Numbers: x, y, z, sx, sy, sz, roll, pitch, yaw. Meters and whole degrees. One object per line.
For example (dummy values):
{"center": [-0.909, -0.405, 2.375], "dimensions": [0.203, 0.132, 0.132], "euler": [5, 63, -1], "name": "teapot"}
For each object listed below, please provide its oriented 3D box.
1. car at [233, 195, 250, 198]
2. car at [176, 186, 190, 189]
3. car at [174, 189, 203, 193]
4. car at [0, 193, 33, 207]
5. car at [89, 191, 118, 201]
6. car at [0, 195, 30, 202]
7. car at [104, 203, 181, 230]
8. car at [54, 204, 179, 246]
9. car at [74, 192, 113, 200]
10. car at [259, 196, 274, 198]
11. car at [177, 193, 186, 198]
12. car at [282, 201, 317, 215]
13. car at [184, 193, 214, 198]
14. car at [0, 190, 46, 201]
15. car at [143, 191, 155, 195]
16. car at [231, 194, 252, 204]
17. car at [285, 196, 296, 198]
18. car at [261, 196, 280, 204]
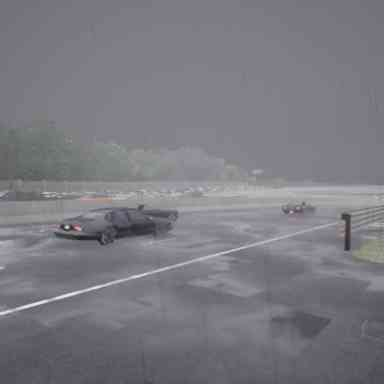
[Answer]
{"center": [8.155, 1.415, 57.887], "dimensions": [2.128, 1.511, 4.902], "euler": [1, 0, 39], "name": "car"}
{"center": [-2.490, -0.604, 85.388], "dimensions": [2.150, 2.045, 5.566], "euler": [1, 2, 26], "name": "car"}
{"center": [-0.090, 0.992, 53.014], "dimensions": [2.150, 2.045, 5.566], "euler": [1, -1, 38], "name": "car"}
{"center": [-21.886, 0.909, 40.073], "dimensions": [1.837, 1.490, 4.892], "euler": [1, 1, 22], "name": "car"}
{"center": [-15.082, 0.661, 57.105], "dimensions": [2.033, 1.411, 5.357], "euler": [1, 2, 23], "name": "car"}
{"center": [-14.322, 1.183, 23.260], "dimensions": [1.812, 1.442, 4.674], "euler": [1, 1, 38], "name": "car"}
{"center": [-2.914, 1.389, 20.540], "dimensions": [1.895, 1.301, 4.718], "euler": [1, 0, 38], "name": "car"}
{"center": [-3.159, 1.372, 14.509], "dimensions": [2.033, 1.411, 5.357], "euler": [1, 1, 38], "name": "car"}
{"center": [-11.507, 0.962, 38.331], "dimensions": [2.097, 1.767, 4.553], "euler": [1, 0, 38], "name": "car"}
{"center": [12.597, 1.498, 57.882], "dimensions": [2.128, 1.511, 4.902], "euler": [1, 0, 38], "name": "car"}
{"center": [-0.576, 1.260, 46.687], "dimensions": [1.837, 1.490, 4.892], "euler": [1, 0, 38], "name": "car"}
{"center": [10.447, 1.521, 32.068], "dimensions": [1.895, 1.301, 4.718], "euler": [1, 0, 38], "name": "car"}
{"center": [1.617, 1.278, 43.810], "dimensions": [2.128, 1.511, 4.902], "euler": [1, 0, 38], "name": "car"}
{"center": [-15.148, 0.841, 27.918], "dimensions": [2.150, 2.045, 5.566], "euler": [1, 0, 38], "name": "car"}
{"center": [-9.074, 0.354, 71.151], "dimensions": [1.895, 1.301, 4.718], "euler": [1, 2, 24], "name": "car"}
{"center": [9.805, 1.357, 65.689], "dimensions": [2.097, 1.767, 4.553], "euler": [1, -1, 38], "name": "car"}
{"center": [19.587, 1.571, 66.881], "dimensions": [2.097, 1.767, 4.553], "euler": [1, -1, 38], "name": "car"}
{"center": [16.134, 1.652, 68.142], "dimensions": [1.837, 1.490, 4.892], "euler": [1, -1, 38], "name": "car"}
